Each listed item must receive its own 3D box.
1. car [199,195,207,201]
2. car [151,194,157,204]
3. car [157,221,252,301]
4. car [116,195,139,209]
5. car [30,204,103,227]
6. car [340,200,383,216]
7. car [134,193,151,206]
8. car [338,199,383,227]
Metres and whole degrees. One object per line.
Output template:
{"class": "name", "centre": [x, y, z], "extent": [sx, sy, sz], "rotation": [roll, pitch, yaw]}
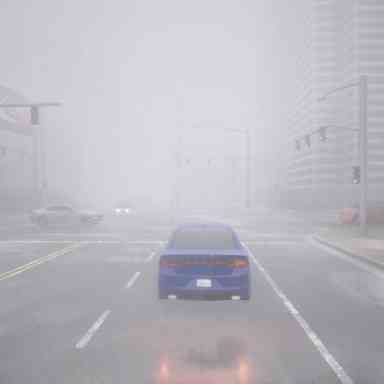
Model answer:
{"class": "car", "centre": [2.762, 1.524, 86.201], "extent": [1.812, 1.442, 4.674], "rotation": [0, 0, 2]}
{"class": "car", "centre": [-8.421, 1.547, 66.200], "extent": [2.033, 1.411, 5.357], "rotation": [0, 0, 3]}
{"class": "car", "centre": [0.308, 1.478, 8.424], "extent": [1.882, 1.535, 5.008], "rotation": [0, 0, 2]}
{"class": "car", "centre": [-9.143, 1.564, 46.176], "extent": [1.994, 1.385, 4.181], "rotation": [0, 0, 2]}
{"class": "car", "centre": [-8.367, 1.525, 22.331], "extent": [4.674, 1.442, 1.812], "rotation": [0, 0, 1]}
{"class": "car", "centre": [17.226, 1.505, 32.333], "extent": [4.892, 1.490, 1.837], "rotation": [0, 0, 2]}
{"class": "car", "centre": [-8.831, 1.221, 55.520], "extent": [2.150, 2.045, 5.566], "rotation": [0, 0, 2]}
{"class": "car", "centre": [12.178, 1.352, 21.767], "extent": [4.553, 1.767, 2.097], "rotation": [0, 0, 2]}
